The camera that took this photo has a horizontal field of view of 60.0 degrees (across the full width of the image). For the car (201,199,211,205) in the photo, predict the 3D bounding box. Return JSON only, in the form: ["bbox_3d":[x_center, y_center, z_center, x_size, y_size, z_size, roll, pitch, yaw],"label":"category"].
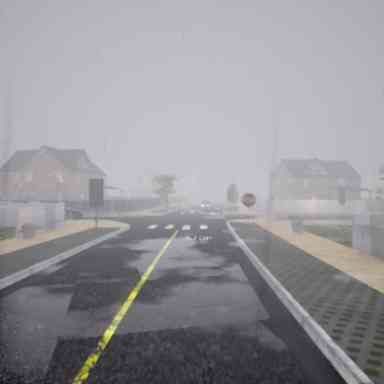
[{"bbox_3d":[3.056,2.097,72.072,1.994,1.385,4.181,0,0,9],"label":"car"}]

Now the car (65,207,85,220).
[{"bbox_3d":[-11.612,1.638,27.398,5.357,1.411,2.033,1,0,-14],"label":"car"}]
